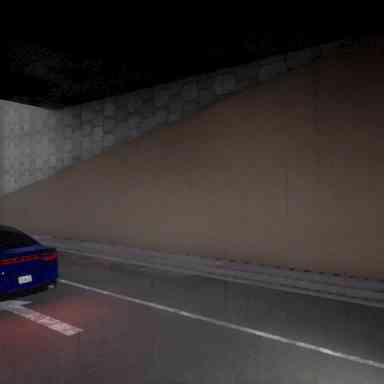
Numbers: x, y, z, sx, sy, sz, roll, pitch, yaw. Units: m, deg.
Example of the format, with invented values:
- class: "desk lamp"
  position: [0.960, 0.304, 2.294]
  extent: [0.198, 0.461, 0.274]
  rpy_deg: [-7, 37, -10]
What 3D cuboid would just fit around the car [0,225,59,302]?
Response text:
- class: "car"
  position: [-5.121, 1.478, 7.650]
  extent: [5.008, 1.535, 1.882]
  rpy_deg: [0, 0, 36]
